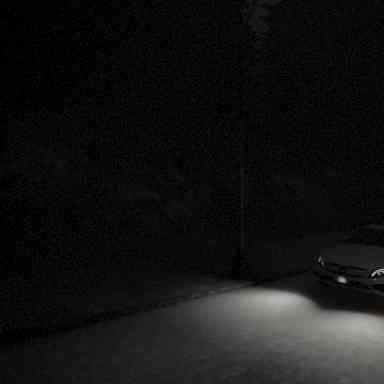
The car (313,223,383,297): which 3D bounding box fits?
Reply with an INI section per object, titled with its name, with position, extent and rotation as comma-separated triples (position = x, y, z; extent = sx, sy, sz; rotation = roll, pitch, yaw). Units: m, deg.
[car]
position = 4.962, 1.540, 8.282
extent = 4.674, 1.442, 1.812
rotation = 0, 0, -37
